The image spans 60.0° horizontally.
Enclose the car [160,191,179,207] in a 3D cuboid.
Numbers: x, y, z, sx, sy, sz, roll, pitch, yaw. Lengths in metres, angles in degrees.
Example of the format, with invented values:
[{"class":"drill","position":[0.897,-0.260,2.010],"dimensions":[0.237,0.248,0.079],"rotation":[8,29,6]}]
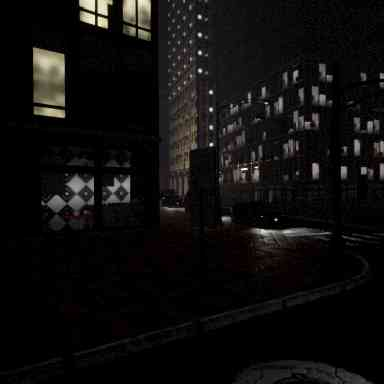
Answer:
[{"class":"car","position":[-2.416,1.036,40.672],"dimensions":[1.837,1.490,4.892],"rotation":[-1,1,-18]}]

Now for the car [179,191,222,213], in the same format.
[{"class":"car","position":[0.886,0.895,30.947],"dimensions":[2.150,2.045,5.566],"rotation":[-1,1,-19]}]

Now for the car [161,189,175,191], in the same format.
[{"class":"car","position":[-4.068,0.537,54.633],"dimensions":[2.150,2.045,5.566],"rotation":[-1,1,-18]}]

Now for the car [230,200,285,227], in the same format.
[{"class":"car","position":[4.094,1.316,21.545],"dimensions":[1.837,1.490,4.892],"rotation":[-1,1,-19]}]
